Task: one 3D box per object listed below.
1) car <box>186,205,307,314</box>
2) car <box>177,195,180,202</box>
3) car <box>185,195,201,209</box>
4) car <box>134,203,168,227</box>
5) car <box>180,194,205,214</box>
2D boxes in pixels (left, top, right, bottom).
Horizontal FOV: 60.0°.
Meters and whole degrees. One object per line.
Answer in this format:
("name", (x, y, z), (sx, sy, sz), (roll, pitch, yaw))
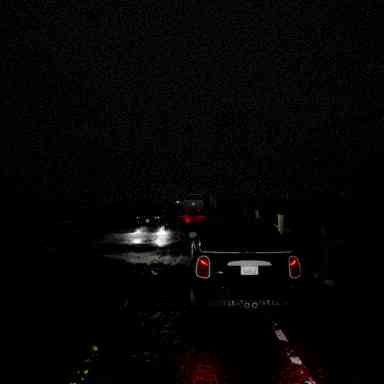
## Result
("car", (0.981, 1.349, 7.760), (2.097, 1.767, 4.553), (0, 0, 0))
("car", (-2.542, 1.553, 79.750), (1.837, 1.490, 4.892), (0, -1, 0))
("car", (0.133, 1.364, 46.319), (2.097, 1.767, 4.553), (0, 0, 0))
("car", (-2.694, 1.504, 22.575), (1.837, 1.490, 4.892), (0, 0, 0))
("car", (0.167, 1.226, 35.822), (2.150, 2.045, 5.566), (0, 0, 0))
